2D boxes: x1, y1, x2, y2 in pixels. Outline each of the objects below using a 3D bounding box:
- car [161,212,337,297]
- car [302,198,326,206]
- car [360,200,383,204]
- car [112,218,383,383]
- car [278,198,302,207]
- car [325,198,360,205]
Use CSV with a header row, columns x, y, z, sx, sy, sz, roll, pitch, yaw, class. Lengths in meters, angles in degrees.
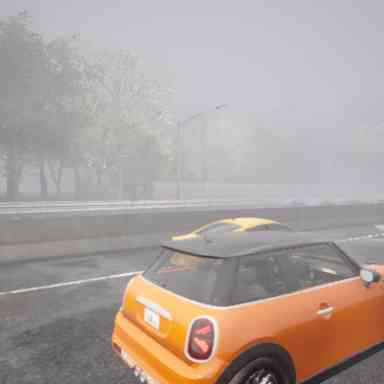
x,y,z,sx,sy,sz,roll,pitch,yaw,class
1.788,1.469,9.339,5.008,1.535,1.882,0,0,-35,car
16.159,1.496,41.291,4.674,1.442,1.812,0,0,-35,car
20.362,1.535,35.692,4.181,1.385,1.994,0,0,-35,car
1.315,1.347,4.719,4.553,1.767,2.097,0,0,-35,car
13.169,1.495,43.362,4.674,1.442,1.812,0,0,-36,car
18.180,1.518,38.437,5.357,1.411,2.033,0,0,-35,car
